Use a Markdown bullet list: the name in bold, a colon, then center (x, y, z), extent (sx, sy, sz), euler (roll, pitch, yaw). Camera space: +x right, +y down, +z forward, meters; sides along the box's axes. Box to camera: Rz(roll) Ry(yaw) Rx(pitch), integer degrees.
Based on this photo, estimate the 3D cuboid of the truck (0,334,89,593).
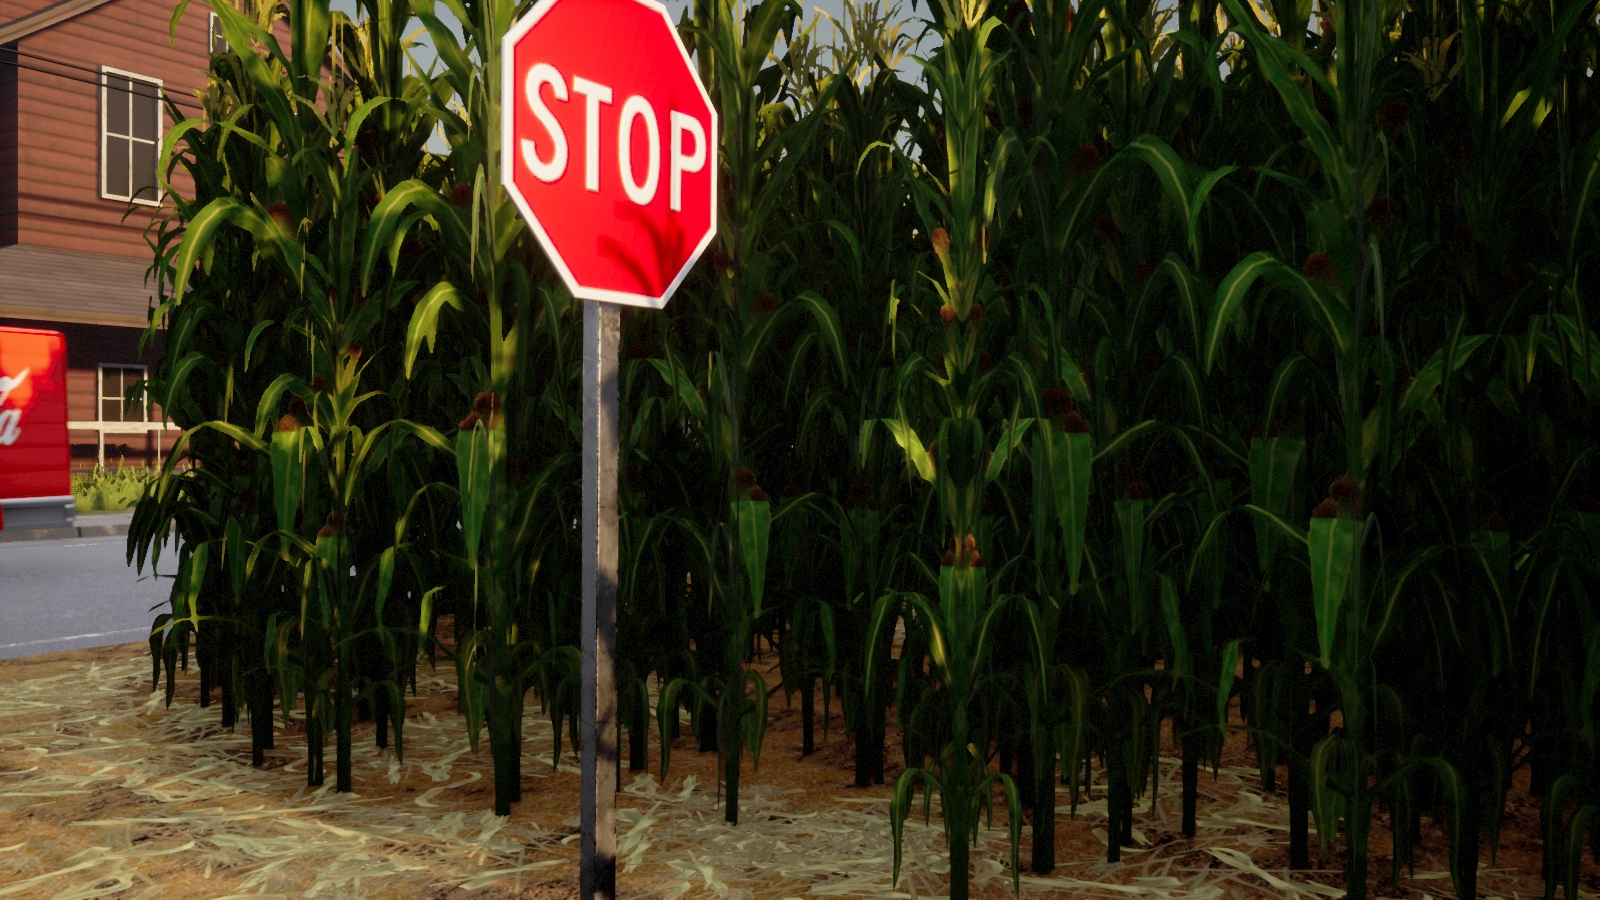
- **truck**: center (-9.554, 0.176, 10.963), extent (2.627, 2.467, 5.204), euler (0, 1, 26)
